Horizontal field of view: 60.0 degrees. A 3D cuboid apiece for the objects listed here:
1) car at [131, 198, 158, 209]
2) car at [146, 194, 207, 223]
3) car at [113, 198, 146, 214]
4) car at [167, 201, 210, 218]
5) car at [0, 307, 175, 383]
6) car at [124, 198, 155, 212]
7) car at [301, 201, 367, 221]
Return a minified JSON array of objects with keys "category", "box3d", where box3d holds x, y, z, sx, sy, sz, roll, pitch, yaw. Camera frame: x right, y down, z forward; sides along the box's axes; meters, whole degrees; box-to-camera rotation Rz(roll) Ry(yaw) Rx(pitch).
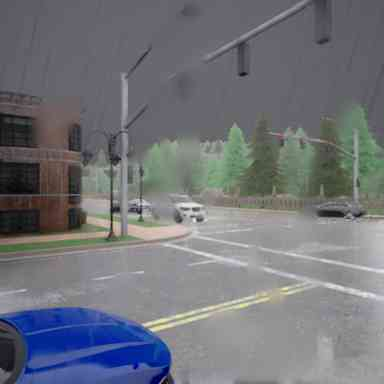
[{"category":"car","box3d":[-6.611,1.553,46.130,1.994,1.385,4.181,0,0,-35]},{"category":"car","box3d":[-1.168,1.215,25.848,2.150,2.045,5.566,0,0,-33]},{"category":"car","box3d":[-6.630,1.557,33.632,1.994,1.385,4.181,0,0,-35]},{"category":"car","box3d":[-0.414,1.555,30.831,1.994,1.385,4.181,0,0,-35]},{"category":"car","box3d":[-2.423,1.478,2.013,5.008,1.535,1.882,0,0,-36]},{"category":"car","box3d":[-6.284,1.517,39.275,1.812,1.442,4.674,0,0,-35]},{"category":"car","box3d":[11.379,1.479,26.830,4.902,1.511,2.128,0,1,33]}]
